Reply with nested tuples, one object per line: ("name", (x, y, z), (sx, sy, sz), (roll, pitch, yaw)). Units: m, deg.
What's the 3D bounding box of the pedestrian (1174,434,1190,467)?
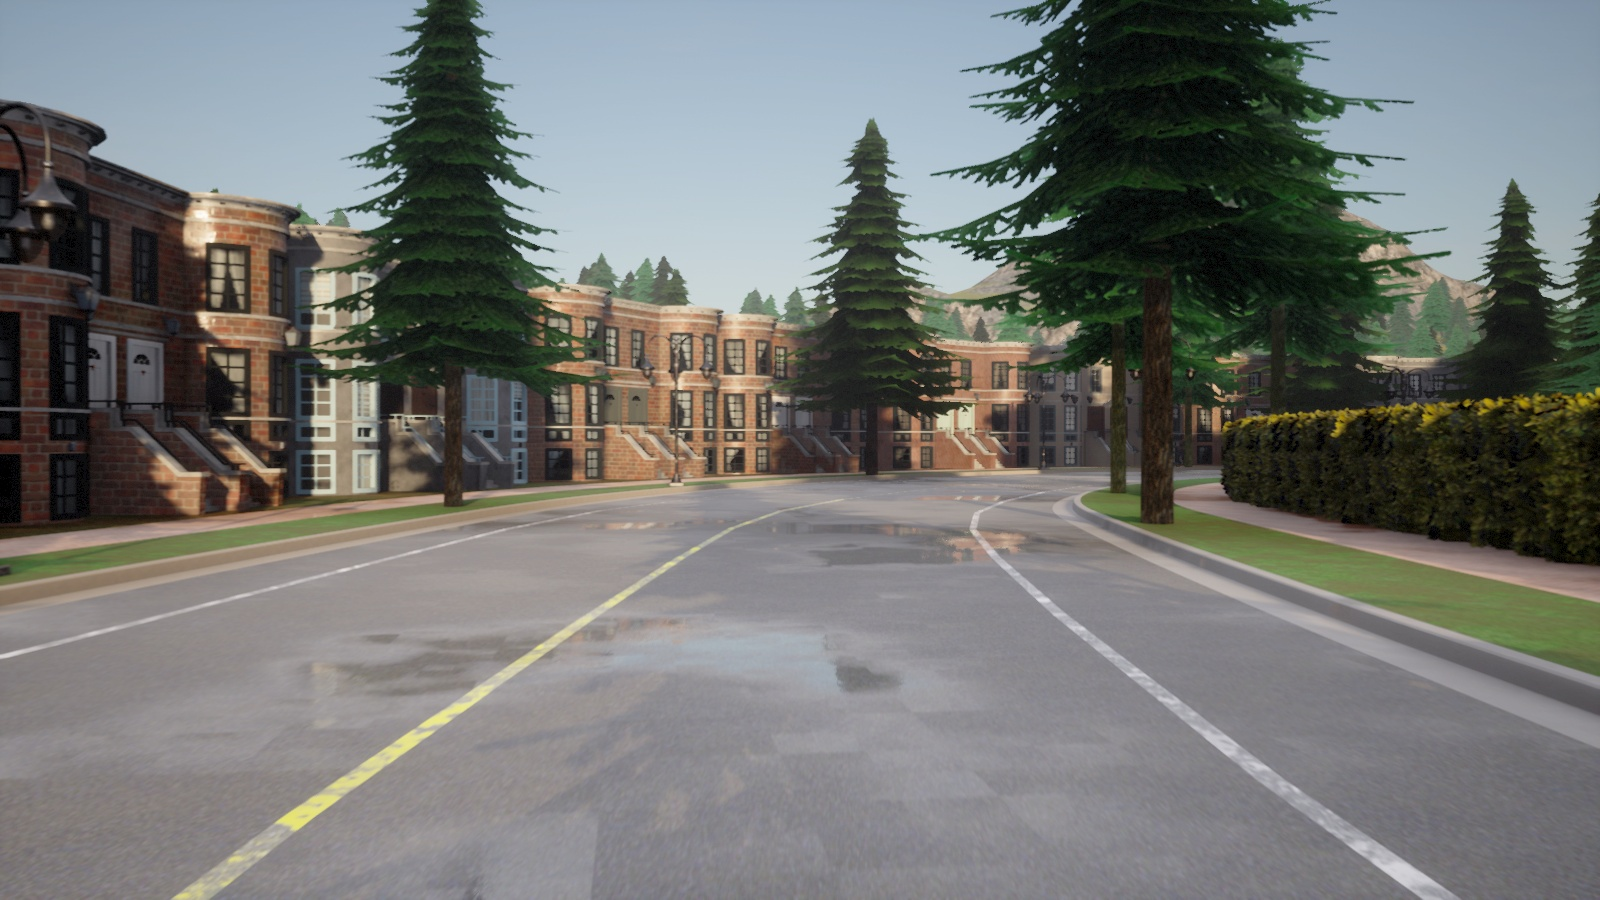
("pedestrian", (21.334, 0.030, 70.144), (0.869, 1.805, 0.328), (0, 0, -29))
